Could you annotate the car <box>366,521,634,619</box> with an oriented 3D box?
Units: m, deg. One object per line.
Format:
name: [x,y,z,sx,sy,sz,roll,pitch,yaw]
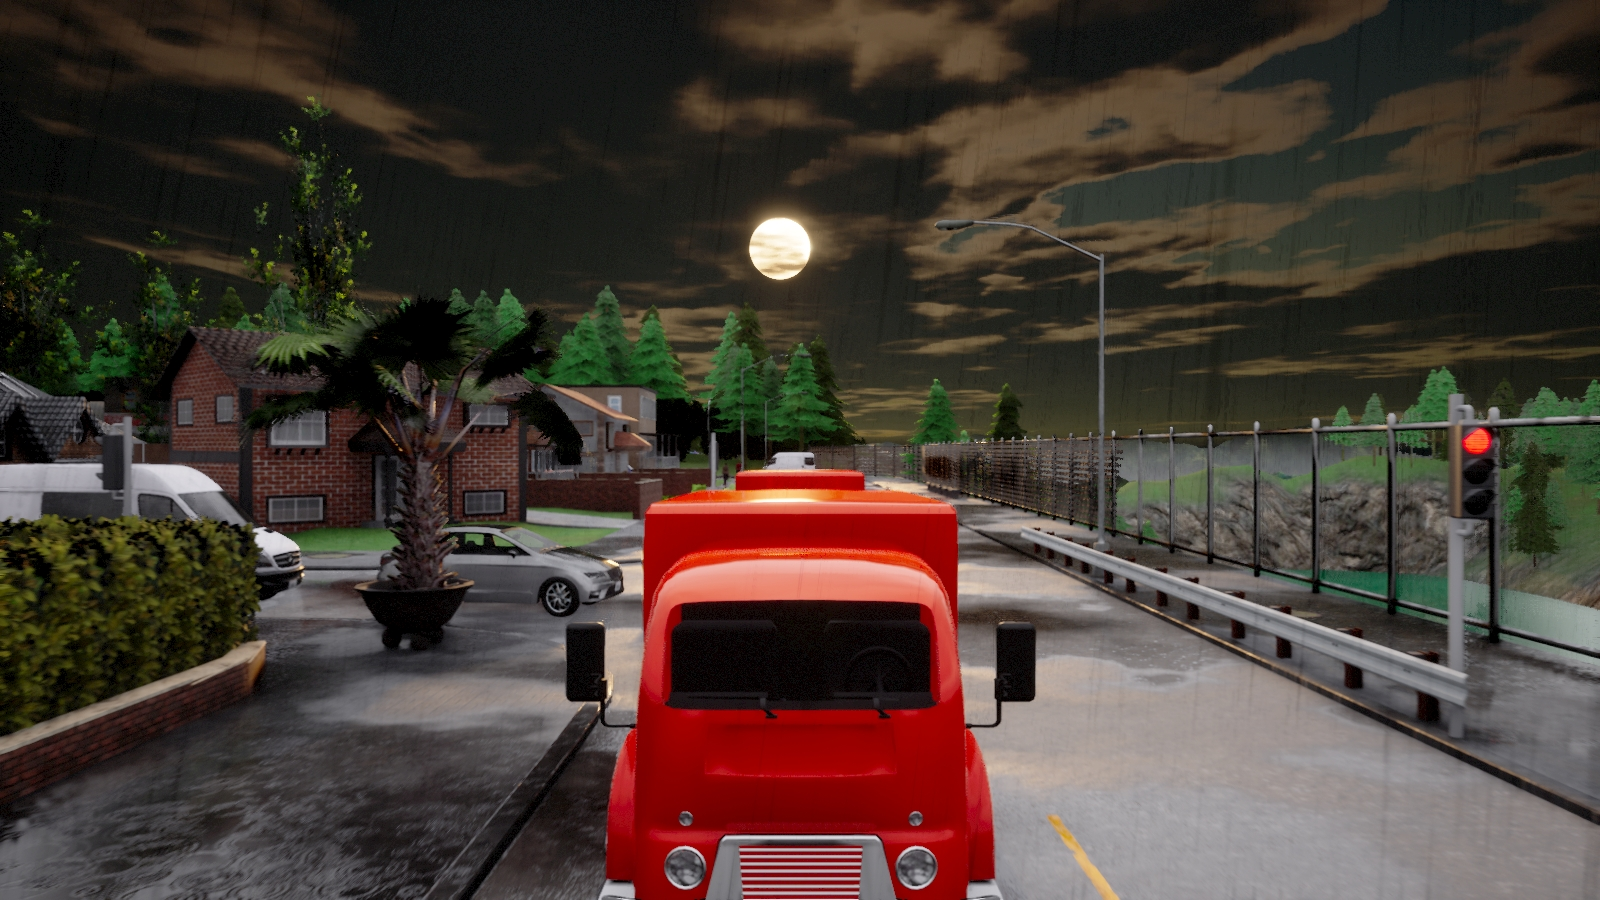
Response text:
car: [-5.220,2.064,20.123,4.193,1.474,1.816,0,0,8]

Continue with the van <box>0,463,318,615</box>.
van: [-12.035,1.533,20.508,5.915,2.561,1.988,0,0,0]

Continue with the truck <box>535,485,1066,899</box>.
truck: [0.001,1.568,8.258,2.627,2.467,5.204,0,0,0]
